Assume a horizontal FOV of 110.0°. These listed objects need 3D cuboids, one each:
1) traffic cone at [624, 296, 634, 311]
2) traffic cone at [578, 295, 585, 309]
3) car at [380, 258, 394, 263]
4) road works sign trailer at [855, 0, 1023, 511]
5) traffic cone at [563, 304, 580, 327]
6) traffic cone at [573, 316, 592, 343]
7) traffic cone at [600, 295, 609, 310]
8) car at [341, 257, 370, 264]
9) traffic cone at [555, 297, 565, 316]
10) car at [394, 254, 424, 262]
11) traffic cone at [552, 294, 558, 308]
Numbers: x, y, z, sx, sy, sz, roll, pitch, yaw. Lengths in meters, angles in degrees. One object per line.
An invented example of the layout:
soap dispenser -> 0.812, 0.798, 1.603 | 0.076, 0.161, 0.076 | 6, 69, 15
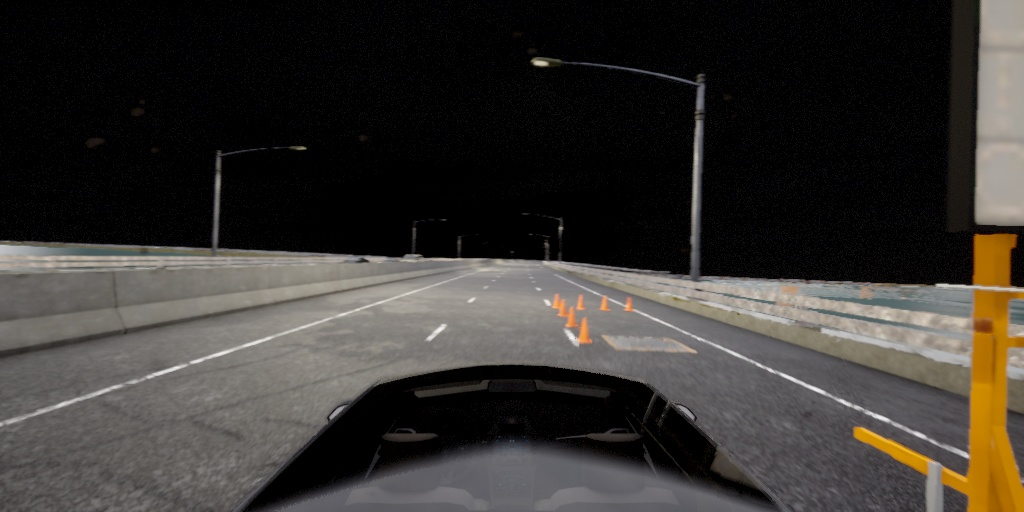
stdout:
traffic cone -> 4.850, 1.966, 14.880 | 0.340, 0.580, 0.340 | 0, 0, 1
traffic cone -> 2.852, 1.897, 14.903 | 0.340, 0.580, 0.340 | 0, 0, 1
car -> -16.941, 0.986, 50.191 | 2.128, 1.511, 4.902 | 2, 0, 2
road works sign trailer -> 3.198, 0.327, 1.898 | 2.380, 3.560, 2.880 | 0, 0, 1
traffic cone -> 1.809, 1.833, 10.914 | 0.340, 0.580, 0.340 | 0, 0, 1
traffic cone -> 1.787, 1.818, 8.915 | 0.340, 0.580, 0.340 | 0, 0, 1
traffic cone -> 3.851, 1.932, 14.891 | 0.340, 0.580, 0.340 | 0, 0, 1
car -> -20.524, 0.830, 47.212 | 1.882, 1.535, 5.008 | 2, 0, 2
traffic cone -> 1.831, 1.848, 12.914 | 0.340, 0.580, 0.340 | 0, 0, 1
car -> -13.484, 0.818, 48.211 | 2.150, 2.045, 5.566 | 2, 0, 2
traffic cone -> 1.853, 1.862, 14.914 | 0.340, 0.580, 0.340 | 0, 0, 1
